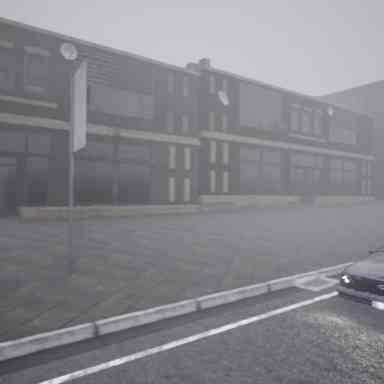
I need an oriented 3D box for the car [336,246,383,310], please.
[{"bbox_3d":[5.381,1.543,7.217,5.357,1.411,2.033,0,0,-36],"label":"car"}]
